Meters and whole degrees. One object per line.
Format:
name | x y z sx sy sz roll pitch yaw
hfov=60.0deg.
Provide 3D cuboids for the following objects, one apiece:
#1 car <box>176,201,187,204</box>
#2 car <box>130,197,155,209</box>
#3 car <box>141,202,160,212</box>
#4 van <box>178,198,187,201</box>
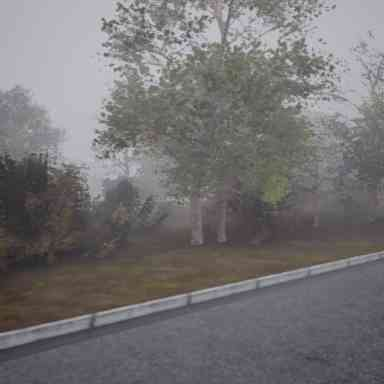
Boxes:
car | -3.498 2.357 52.297 2.163 1.488 4.792 0 0 -36
car | -9.594 2.079 64.088 2.435 2.045 5.566 0 0 -36
car | -5.879 2.325 50.856 1.946 1.575 5.366 0 0 -36
van | -2.671 2.103 68.865 1.878 1.987 4.442 0 0 -36
